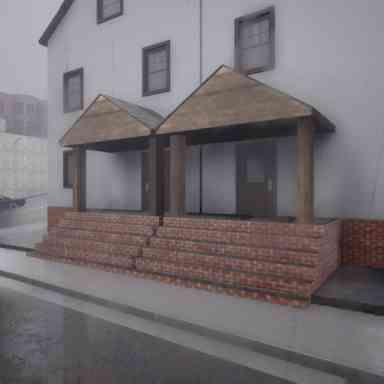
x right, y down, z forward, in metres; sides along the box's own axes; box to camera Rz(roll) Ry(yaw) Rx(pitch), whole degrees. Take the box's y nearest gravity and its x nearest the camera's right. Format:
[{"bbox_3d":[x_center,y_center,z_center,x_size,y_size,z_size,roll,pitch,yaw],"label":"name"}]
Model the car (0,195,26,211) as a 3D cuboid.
[{"bbox_3d":[-15.468,1.012,25.408,1.895,1.301,4.718,0,6,35],"label":"car"}]
